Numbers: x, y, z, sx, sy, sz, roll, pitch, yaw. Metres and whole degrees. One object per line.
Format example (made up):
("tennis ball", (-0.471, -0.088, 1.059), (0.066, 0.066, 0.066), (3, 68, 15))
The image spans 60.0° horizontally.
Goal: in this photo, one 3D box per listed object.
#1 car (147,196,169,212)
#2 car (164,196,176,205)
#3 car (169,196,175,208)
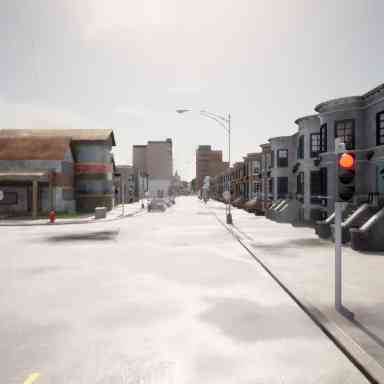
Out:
("car", (-4.102, 1.505, 39.260), (1.837, 1.490, 4.892), (0, 0, 0))
("car", (-4.043, 1.525, 61.003), (1.812, 1.442, 4.674), (0, 0, 0))
("car", (-4.093, 1.547, 49.747), (2.033, 1.411, 5.357), (0, 0, 0))
